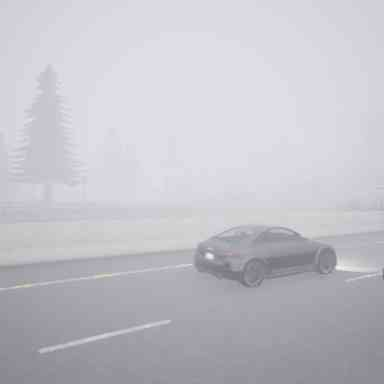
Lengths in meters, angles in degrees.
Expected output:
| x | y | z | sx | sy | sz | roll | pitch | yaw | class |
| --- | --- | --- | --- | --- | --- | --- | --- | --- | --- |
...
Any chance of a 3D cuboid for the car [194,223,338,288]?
| x | y | z | sx | sy | sz | roll | pitch | yaw | class |
| --- | --- | --- | --- | --- | --- | --- | --- | --- | --- |
| 2.132 | 1.577 | 9.290 | 4.181 | 1.385 | 1.994 | 1 | 0 | -33 | car |
